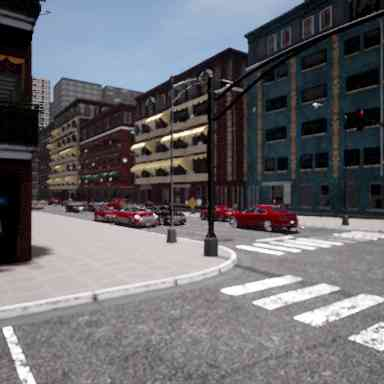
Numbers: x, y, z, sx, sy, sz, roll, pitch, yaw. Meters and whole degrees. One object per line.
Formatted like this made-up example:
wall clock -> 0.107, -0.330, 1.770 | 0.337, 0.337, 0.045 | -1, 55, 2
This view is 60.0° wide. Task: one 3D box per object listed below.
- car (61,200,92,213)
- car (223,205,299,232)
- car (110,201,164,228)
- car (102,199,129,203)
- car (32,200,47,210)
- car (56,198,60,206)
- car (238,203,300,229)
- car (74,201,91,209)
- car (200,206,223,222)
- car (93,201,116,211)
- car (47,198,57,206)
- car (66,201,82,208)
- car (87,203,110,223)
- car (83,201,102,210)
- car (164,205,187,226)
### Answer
car -> -15.803, 2.051, 45.404 | 2.128, 1.511, 4.902 | 0, -1, -35
car -> 4.481, 1.658, 21.522 | 1.882, 1.535, 5.008 | 0, -1, -34
car -> -4.088, 1.698, 24.285 | 1.967, 1.590, 4.097 | -1, 0, -35
car -> -10.383, 1.862, 47.002 | 2.192, 1.841, 5.009 | -1, 0, -35
car -> -26.374, 2.174, 56.096 | 1.967, 1.590, 4.097 | -1, 0, -35
car -> -26.297, 2.436, 69.723 | 2.008, 1.369, 4.403 | -1, 0, -35
car -> 5.544, 1.646, 24.285 | 1.967, 1.590, 4.097 | -1, 0, -35
car -> -19.930, 2.333, 60.634 | 1.802, 1.307, 4.206 | -1, 0, -35
car -> 2.359, 1.856, 28.827 | 1.802, 1.307, 4.206 | -1, 0, -35
car -> -13.563, 2.166, 51.545 | 2.008, 1.369, 4.403 | -1, 0, -35
car -> -32.668, 2.335, 78.813 | 2.192, 1.841, 5.009 | -1, 0, -35
car -> -23.114, 2.384, 65.179 | 1.947, 1.339, 4.313 | -1, 0, -35
car -> -7.270, 1.908, 28.829 | 1.802, 1.307, 4.206 | -1, 0, -35
car -> -16.746, 2.265, 56.090 | 1.802, 1.307, 4.206 | -1, 0, -35
car -> -2.285, 1.772, 26.025 | 1.837, 1.490, 4.892 | 0, -1, -35
